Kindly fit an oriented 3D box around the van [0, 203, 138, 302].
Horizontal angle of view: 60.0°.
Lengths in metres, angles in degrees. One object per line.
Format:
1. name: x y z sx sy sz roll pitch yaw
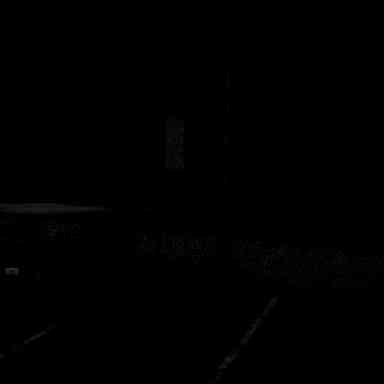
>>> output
1. van: -2.934 1.331 8.570 1.878 1.987 4.442 0 -1 15
